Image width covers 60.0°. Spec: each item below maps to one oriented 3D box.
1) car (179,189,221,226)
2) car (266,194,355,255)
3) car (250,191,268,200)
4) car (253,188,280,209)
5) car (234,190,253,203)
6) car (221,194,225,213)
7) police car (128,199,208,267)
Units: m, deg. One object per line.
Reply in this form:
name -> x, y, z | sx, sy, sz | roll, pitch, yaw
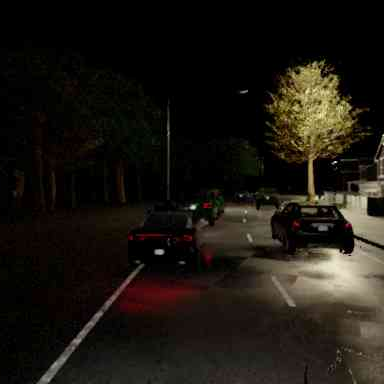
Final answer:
car -> 0.427, 0.861, 20.628 | 2.150, 2.045, 5.566 | 0, 1, 8
car -> 4.297, 1.134, 12.569 | 2.097, 1.767, 4.553 | 0, 1, 5
car -> 11.782, 0.522, 58.631 | 2.128, 1.511, 4.902 | 0, 1, 23
car -> 7.670, 0.635, 33.675 | 2.150, 2.045, 5.566 | 0, 1, 13
car -> 7.109, 0.558, 45.555 | 2.097, 1.767, 4.553 | 0, 1, 19
car -> 1.365, 0.759, 26.526 | 2.150, 2.045, 5.566 | 0, 1, 10
police car -> -0.627, 1.232, 10.816 | 1.930, 1.638, 5.238 | 0, 1, 4
